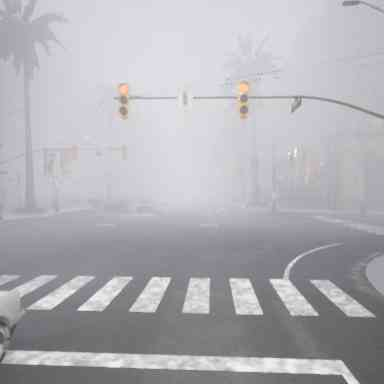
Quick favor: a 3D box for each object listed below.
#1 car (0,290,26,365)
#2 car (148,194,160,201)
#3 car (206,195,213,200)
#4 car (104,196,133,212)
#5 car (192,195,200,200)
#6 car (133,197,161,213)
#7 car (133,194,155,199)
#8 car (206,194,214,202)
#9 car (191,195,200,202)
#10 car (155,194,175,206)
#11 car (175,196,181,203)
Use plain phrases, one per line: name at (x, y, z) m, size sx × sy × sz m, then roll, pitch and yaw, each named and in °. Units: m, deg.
car at (-3.427, 1.599, 2.666) m, size 1.895 × 1.301 × 4.718 m, roll 0°, pitch 0°, yaw 3°
car at (-9.285, 1.303, 81.608) m, size 2.185 × 1.767 × 4.553 m, roll 0°, pitch 0°, yaw 3°
car at (4.615, 1.436, 88.288) m, size 1.837 × 1.490 × 4.892 m, roll 0°, pitch 0°, yaw 2°
car at (-8.609, 1.454, 38.235) m, size 1.882 × 1.535 × 5.008 m, roll 0°, pitch 0°, yaw 3°
car at (1.120, 1.531, 88.470) m, size 1.895 × 1.301 × 4.718 m, roll 0°, pitch 0°, yaw 2°
car at (-5.013, 1.577, 37.611) m, size 1.895 × 1.301 × 4.718 m, roll 0°, pitch 0°, yaw 1°
car at (-7.724, 1.530, 54.336) m, size 1.994 × 1.385 × 4.181 m, roll 0°, pitch 0°, yaw 3°
car at (4.162, 1.487, 77.831) m, size 2.033 × 1.411 × 5.357 m, roll 0°, pitch 0°, yaw 2°
car at (0.668, 1.489, 78.040) m, size 2.033 × 1.411 × 5.357 m, roll 0°, pitch 0°, yaw 2°
car at (-4.324, 1.493, 52.510) m, size 1.812 × 1.442 × 4.674 m, roll 0°, pitch 0°, yaw 3°
car at (-3.303, 1.502, 69.464) m, size 2.033 × 1.411 × 5.357 m, roll 0°, pitch 0°, yaw 3°
